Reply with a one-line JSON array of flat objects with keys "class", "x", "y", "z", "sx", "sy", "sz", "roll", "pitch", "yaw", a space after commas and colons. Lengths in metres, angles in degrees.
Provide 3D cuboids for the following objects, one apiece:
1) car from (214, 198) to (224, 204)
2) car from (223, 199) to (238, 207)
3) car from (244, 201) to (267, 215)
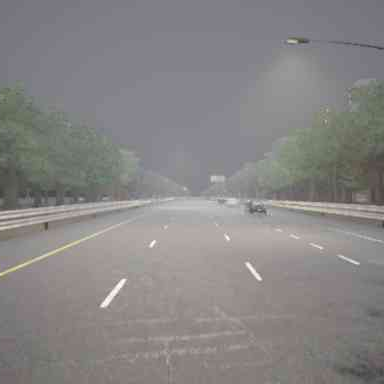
[{"class": "car", "x": 7.373, "y": 2.270, "z": 84.022, "sx": 1.882, "sy": 1.535, "sz": 5.008, "roll": 0, "pitch": -1, "yaw": 1}, {"class": "car", "x": 7.186, "y": 2.009, "z": 59.838, "sx": 1.812, "sy": 1.442, "sz": 4.674, "roll": 0, "pitch": -1, "yaw": 0}, {"class": "car", "x": 7.070, "y": 1.736, "z": 37.087, "sx": 1.812, "sy": 1.442, "sz": 4.674, "roll": 0, "pitch": -1, "yaw": 0}]
